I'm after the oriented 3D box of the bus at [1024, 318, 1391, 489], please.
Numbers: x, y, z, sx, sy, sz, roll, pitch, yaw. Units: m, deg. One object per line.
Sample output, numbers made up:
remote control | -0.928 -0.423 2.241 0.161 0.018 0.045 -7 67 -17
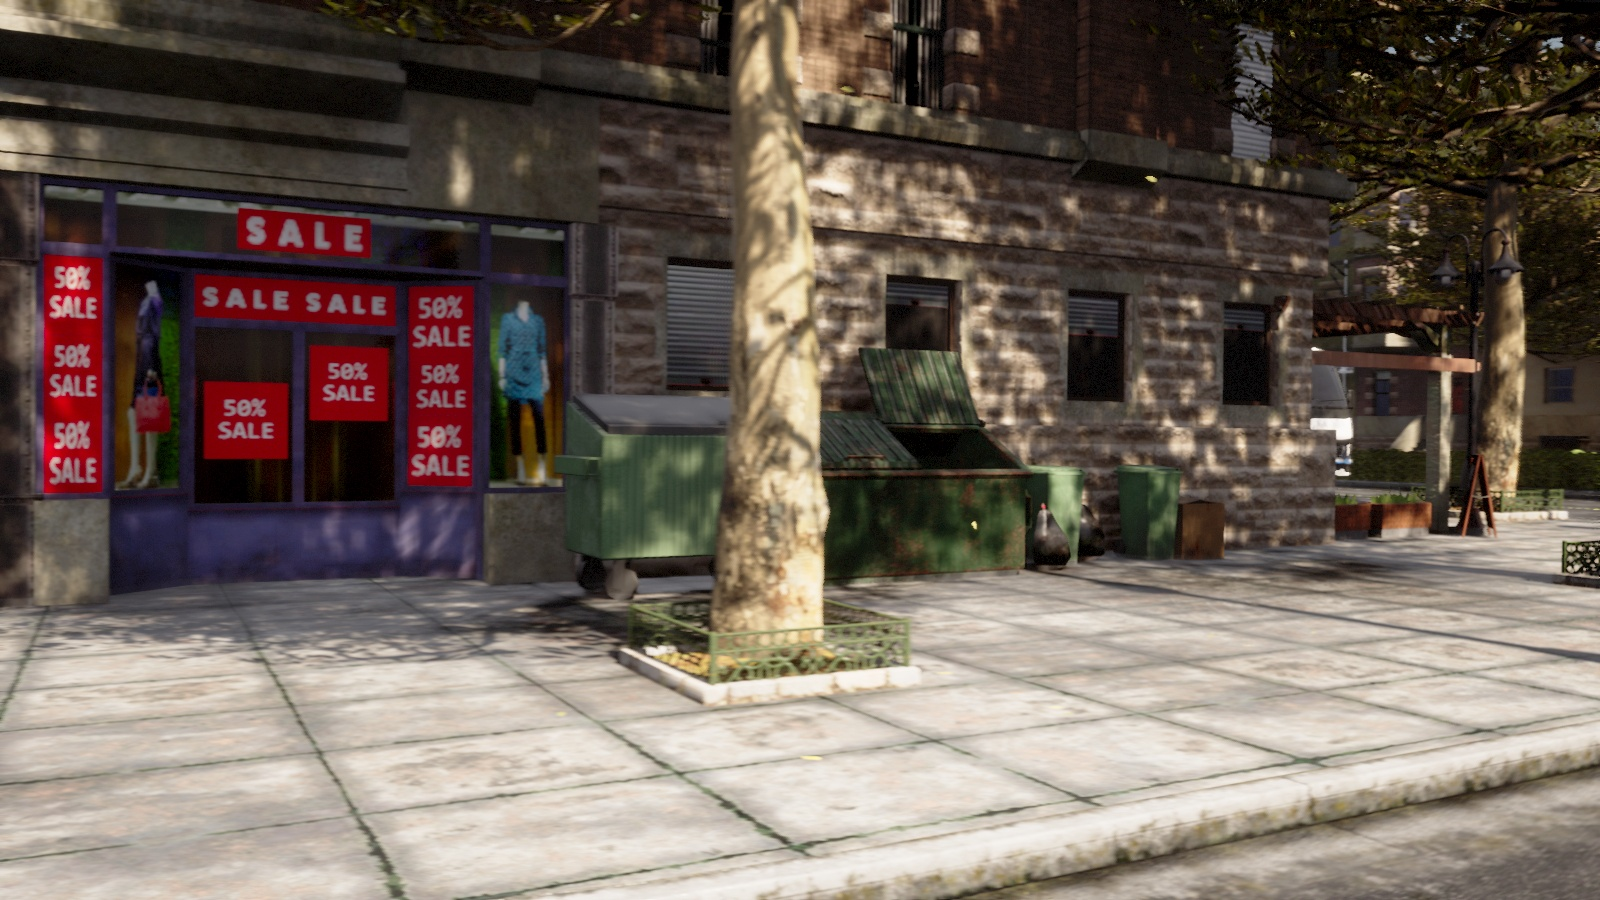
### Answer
bus | 11.347 -1.217 36.603 3.944 4.253 10.273 -1 1 -28
